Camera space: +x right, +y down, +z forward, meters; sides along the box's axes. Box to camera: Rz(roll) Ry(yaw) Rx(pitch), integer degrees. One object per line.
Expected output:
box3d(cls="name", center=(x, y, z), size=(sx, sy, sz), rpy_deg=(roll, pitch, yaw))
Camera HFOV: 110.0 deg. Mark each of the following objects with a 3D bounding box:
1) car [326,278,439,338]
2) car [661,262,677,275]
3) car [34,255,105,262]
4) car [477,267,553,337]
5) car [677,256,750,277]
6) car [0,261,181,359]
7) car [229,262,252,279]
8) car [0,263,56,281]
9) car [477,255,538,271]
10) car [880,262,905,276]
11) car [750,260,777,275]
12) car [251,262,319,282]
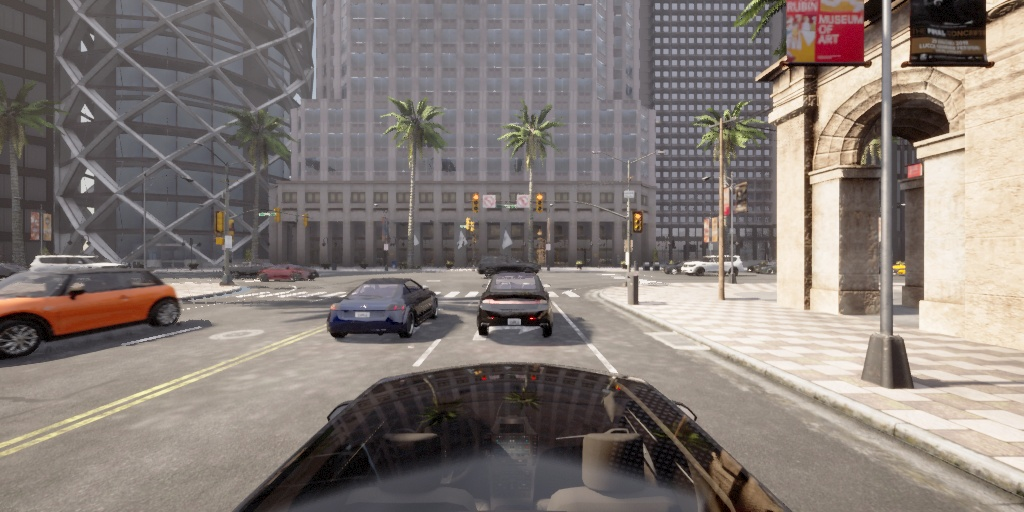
box3d(cls="car", center=(-3.416, 1.314, 10.222), size=(1.994, 1.385, 4.181), rpy_deg=(0, 0, 0))
box3d(cls="car", center=(18.869, 1.255, 39.291), size=(4.892, 1.490, 1.837), rpy_deg=(0, 0, 0))
box3d(cls="car", center=(-33.803, 0.973, 28.157), size=(5.566, 2.045, 2.150), rpy_deg=(0, 0, -11))
box3d(cls="car", center=(0.121, 1.242, 10.352), size=(2.128, 1.511, 4.902), rpy_deg=(0, 0, 2))
box3d(cls="car", center=(19.989, 0.972, 35.787), size=(5.566, 2.045, 2.150), rpy_deg=(0, 0, 0))
box3d(cls="car", center=(-10.590, 1.102, 8.349), size=(2.097, 1.767, 4.553), rpy_deg=(0, 0, 0))
box3d(cls="car", center=(-22.702, 1.242, 32.117), size=(4.902, 1.511, 2.128), rpy_deg=(0, 0, -1))
box3d(cls="car", center=(-41.893, 1.297, 29.337), size=(5.357, 1.411, 2.033), rpy_deg=(0, 0, -25))
box3d(cls="car", center=(-0.321, 0.971, 32.153), size=(5.566, 2.045, 2.150), rpy_deg=(0, 0, 0))
box3d(cls="car", center=(40.424, 1.227, 35.697), size=(5.008, 1.535, 1.882), rpy_deg=(0, 0, 0))
box3d(cls="car", center=(28.832, 1.314, 39.249), size=(4.181, 1.385, 1.994), rpy_deg=(0, 0, 0))
box3d(cls="car", center=(-17.842, 1.314, 28.666), size=(4.181, 1.385, 1.994), rpy_deg=(0, 0, 0))
